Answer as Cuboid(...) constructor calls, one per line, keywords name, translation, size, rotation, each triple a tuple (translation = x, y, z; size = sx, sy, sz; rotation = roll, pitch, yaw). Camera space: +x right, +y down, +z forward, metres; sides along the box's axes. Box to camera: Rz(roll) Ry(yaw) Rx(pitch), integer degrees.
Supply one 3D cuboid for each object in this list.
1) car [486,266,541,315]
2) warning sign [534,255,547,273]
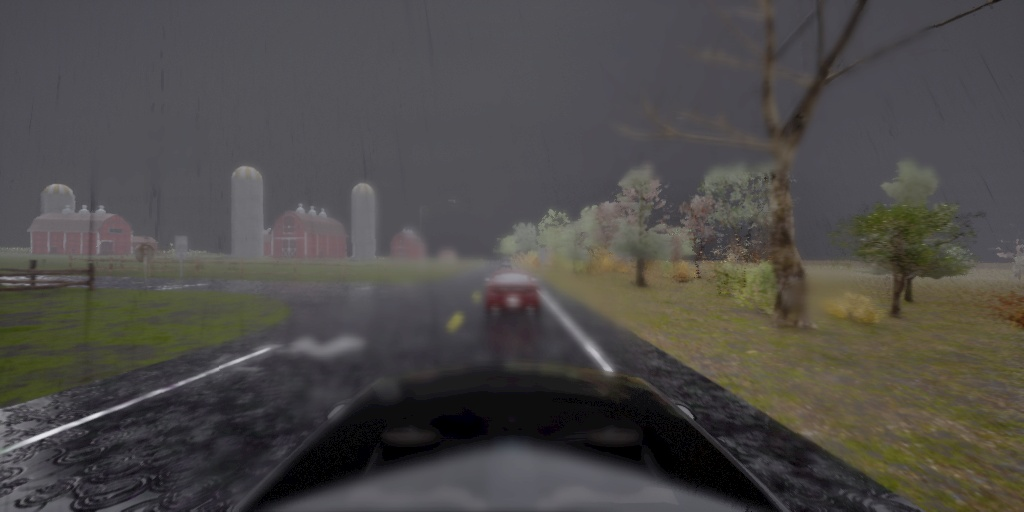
Cuboid(name="car", translation=(0.046, 1.312, 14.054), size=(1.882, 1.535, 5.008), rotation=(0, 0, 0))
Cuboid(name="warning sign", translation=(3.259, 1.155, 43.611), size=(1.300, 1.860, 1.060), rotation=(0, 0, -1))
